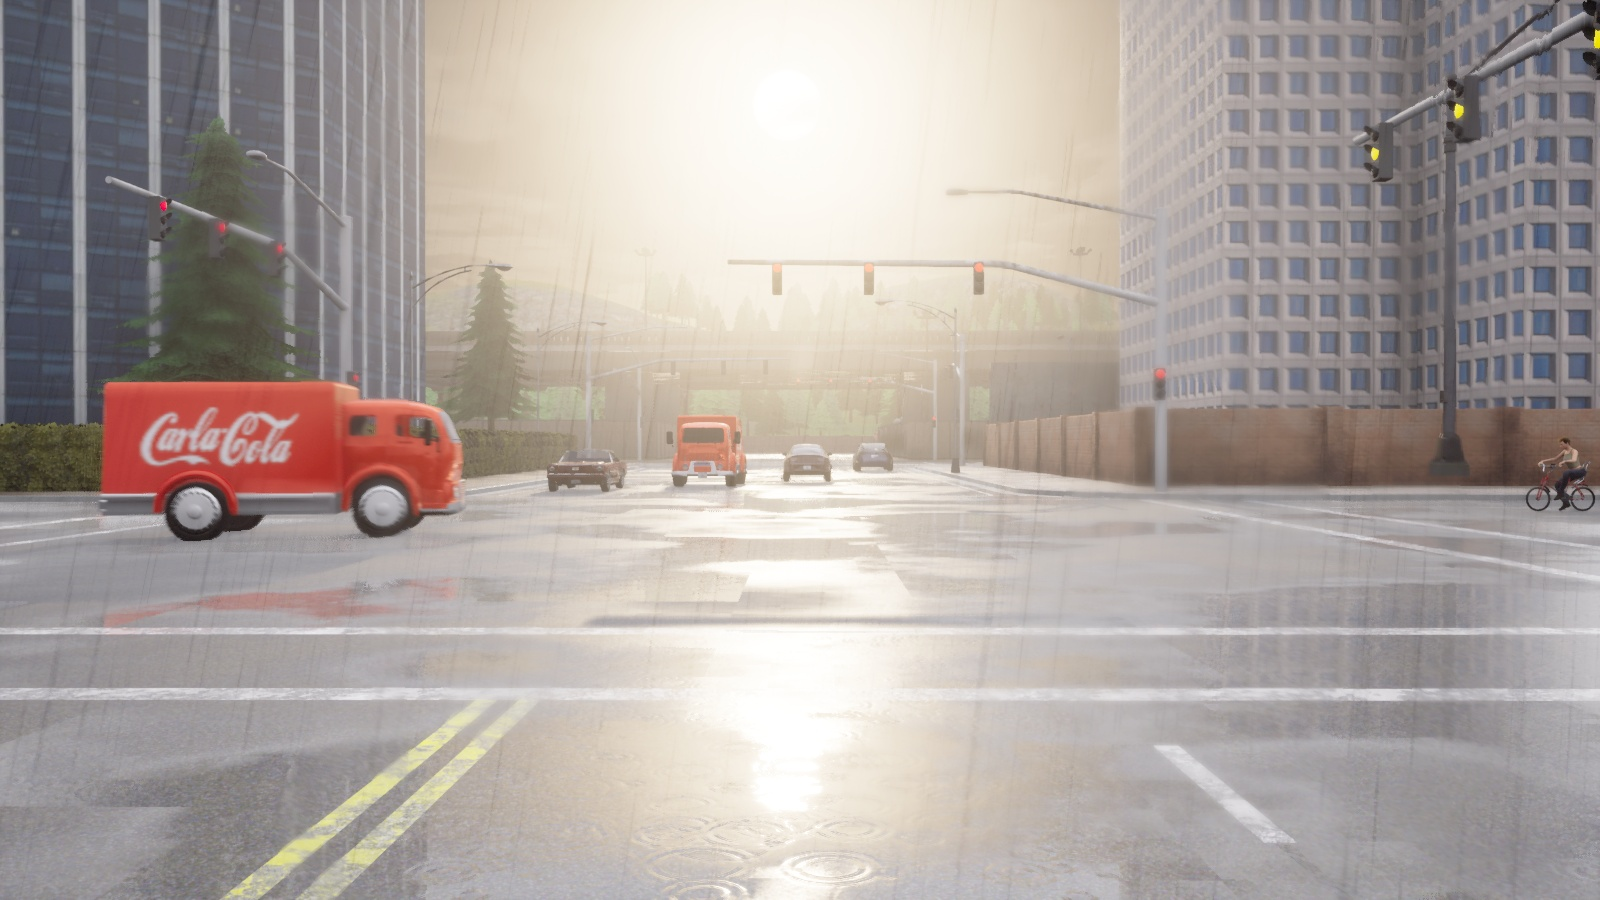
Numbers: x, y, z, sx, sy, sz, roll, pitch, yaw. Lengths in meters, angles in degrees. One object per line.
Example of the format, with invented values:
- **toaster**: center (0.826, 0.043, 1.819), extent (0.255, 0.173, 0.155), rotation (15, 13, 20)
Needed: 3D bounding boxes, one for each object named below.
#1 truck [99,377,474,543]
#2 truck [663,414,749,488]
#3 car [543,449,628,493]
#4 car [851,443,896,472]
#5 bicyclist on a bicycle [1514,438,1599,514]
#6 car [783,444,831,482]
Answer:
- **truck**: center (-8.075, 0.138, 20.397), extent (5.204, 2.467, 2.627), rotation (0, 1, -10)
- **truck**: center (-3.246, 0.006, 44.496), extent (2.627, 2.467, 5.204), rotation (0, 0, 0)
- **car**: center (-6.769, 0.615, 40.157), extent (1.895, 1.301, 4.718), rotation (0, 0, 0)
- **car**: center (3.876, 0.370, 67.134), extent (2.163, 1.488, 4.792), rotation (0, 0, 0)
- **bicyclist on a bicycle**: center (16.392, 0.543, 27.066), extent (1.509, 1.612, 0.866), rotation (0, 0, 0)
- **car**: center (0.285, 0.490, 50.092), extent (1.812, 1.442, 4.674), rotation (0, 0, 0)
